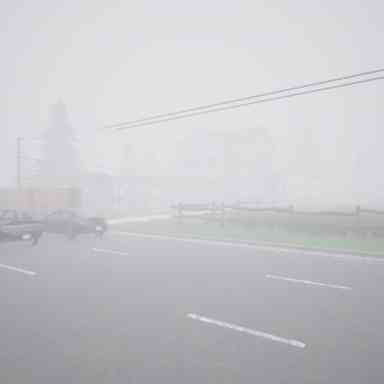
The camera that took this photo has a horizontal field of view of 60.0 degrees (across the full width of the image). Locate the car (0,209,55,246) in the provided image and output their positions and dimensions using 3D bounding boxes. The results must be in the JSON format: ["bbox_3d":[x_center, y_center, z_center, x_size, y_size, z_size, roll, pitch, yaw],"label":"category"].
[{"bbox_3d":[-8.271,1.492,14.068,4.902,1.511,2.128,0,0,36],"label":"car"}]

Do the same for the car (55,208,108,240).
[{"bbox_3d":[-6.238,1.530,16.918,4.674,1.442,1.812,0,0,36],"label":"car"}]
